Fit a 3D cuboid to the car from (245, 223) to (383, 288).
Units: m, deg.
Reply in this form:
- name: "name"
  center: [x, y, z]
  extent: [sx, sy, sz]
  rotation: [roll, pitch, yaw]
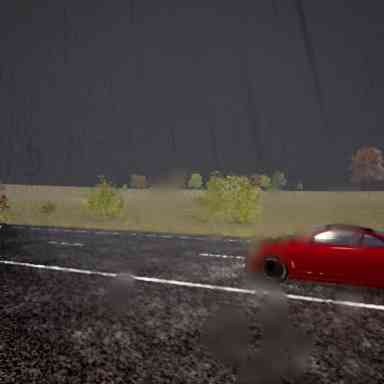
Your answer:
- name: "car"
  center: [3.448, 1.484, 8.215]
  extent: [4.181, 1.385, 1.994]
  rotation: [0, 0, 24]
